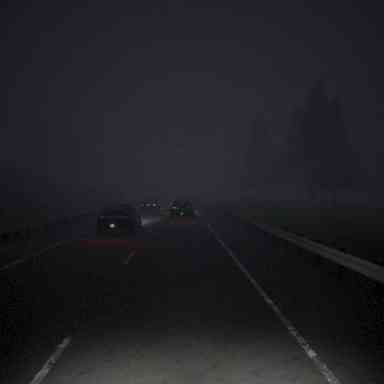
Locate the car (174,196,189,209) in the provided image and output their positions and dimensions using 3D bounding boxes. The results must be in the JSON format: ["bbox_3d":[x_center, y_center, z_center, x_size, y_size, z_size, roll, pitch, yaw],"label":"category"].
[{"bbox_3d":[-1.400,1.282,43.326,1.882,1.535,5.008,0,0,-2],"label":"car"}]

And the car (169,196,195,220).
[{"bbox_3d":[-0.824,1.369,27.083,2.128,1.511,4.902,0,0,-2],"label":"car"}]

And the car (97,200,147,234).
[{"bbox_3d":[-4.027,1.430,18.838,2.128,1.511,4.902,0,0,-2],"label":"car"}]

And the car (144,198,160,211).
[{"bbox_3d":[-4.690,1.403,37.507,2.033,1.411,5.357,0,0,-2],"label":"car"}]
